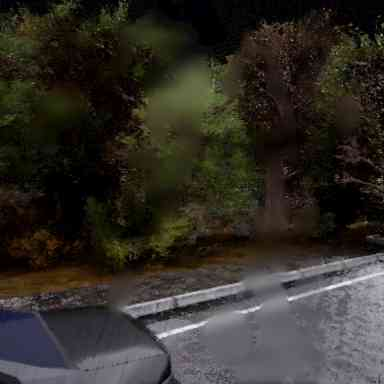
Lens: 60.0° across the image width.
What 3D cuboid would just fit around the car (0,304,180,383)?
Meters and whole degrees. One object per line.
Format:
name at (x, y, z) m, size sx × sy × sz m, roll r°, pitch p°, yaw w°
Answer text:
car at (-2.590, 1.546, 1.837) m, size 5.357 × 1.411 × 2.033 m, roll 0°, pitch 0°, yaw -35°
